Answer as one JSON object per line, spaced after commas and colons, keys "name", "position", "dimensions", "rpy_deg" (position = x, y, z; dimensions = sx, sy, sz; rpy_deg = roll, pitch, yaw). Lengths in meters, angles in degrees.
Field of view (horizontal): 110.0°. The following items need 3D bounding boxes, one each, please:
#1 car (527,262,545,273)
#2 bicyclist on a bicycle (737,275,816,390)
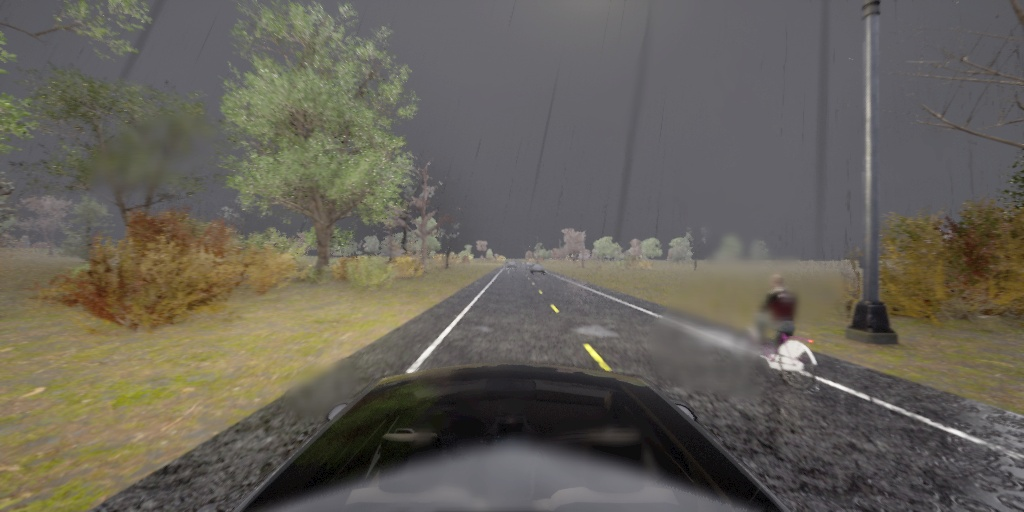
{"name": "car", "position": [3.589, 1.768, 51.811], "dimensions": [1.994, 1.385, 4.181], "rpy_deg": [1, 0, 0]}
{"name": "bicyclist on a bicycle", "position": [4.444, 1.205, 6.182], "dimensions": [0.659, 1.776, 1.843], "rpy_deg": [1, 0, 0]}
